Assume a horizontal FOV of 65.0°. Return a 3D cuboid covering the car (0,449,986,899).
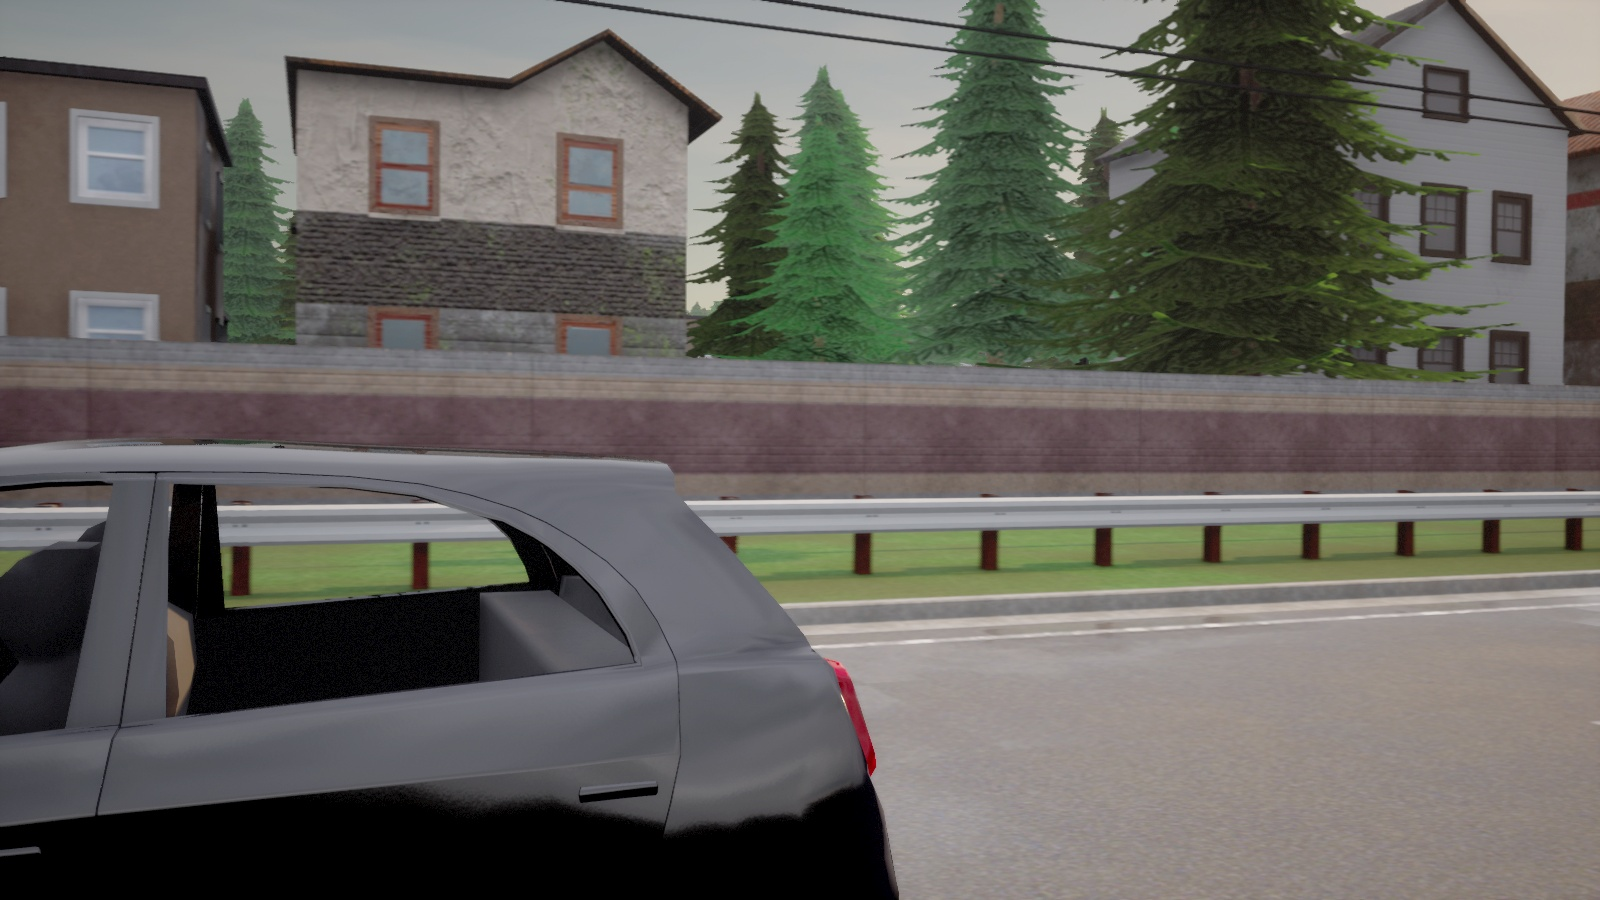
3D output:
[{"bbox_3d":[-1.672,0.788,2.604,3.633,1.501,1.845,-1,1,-21],"label":"car"}]
